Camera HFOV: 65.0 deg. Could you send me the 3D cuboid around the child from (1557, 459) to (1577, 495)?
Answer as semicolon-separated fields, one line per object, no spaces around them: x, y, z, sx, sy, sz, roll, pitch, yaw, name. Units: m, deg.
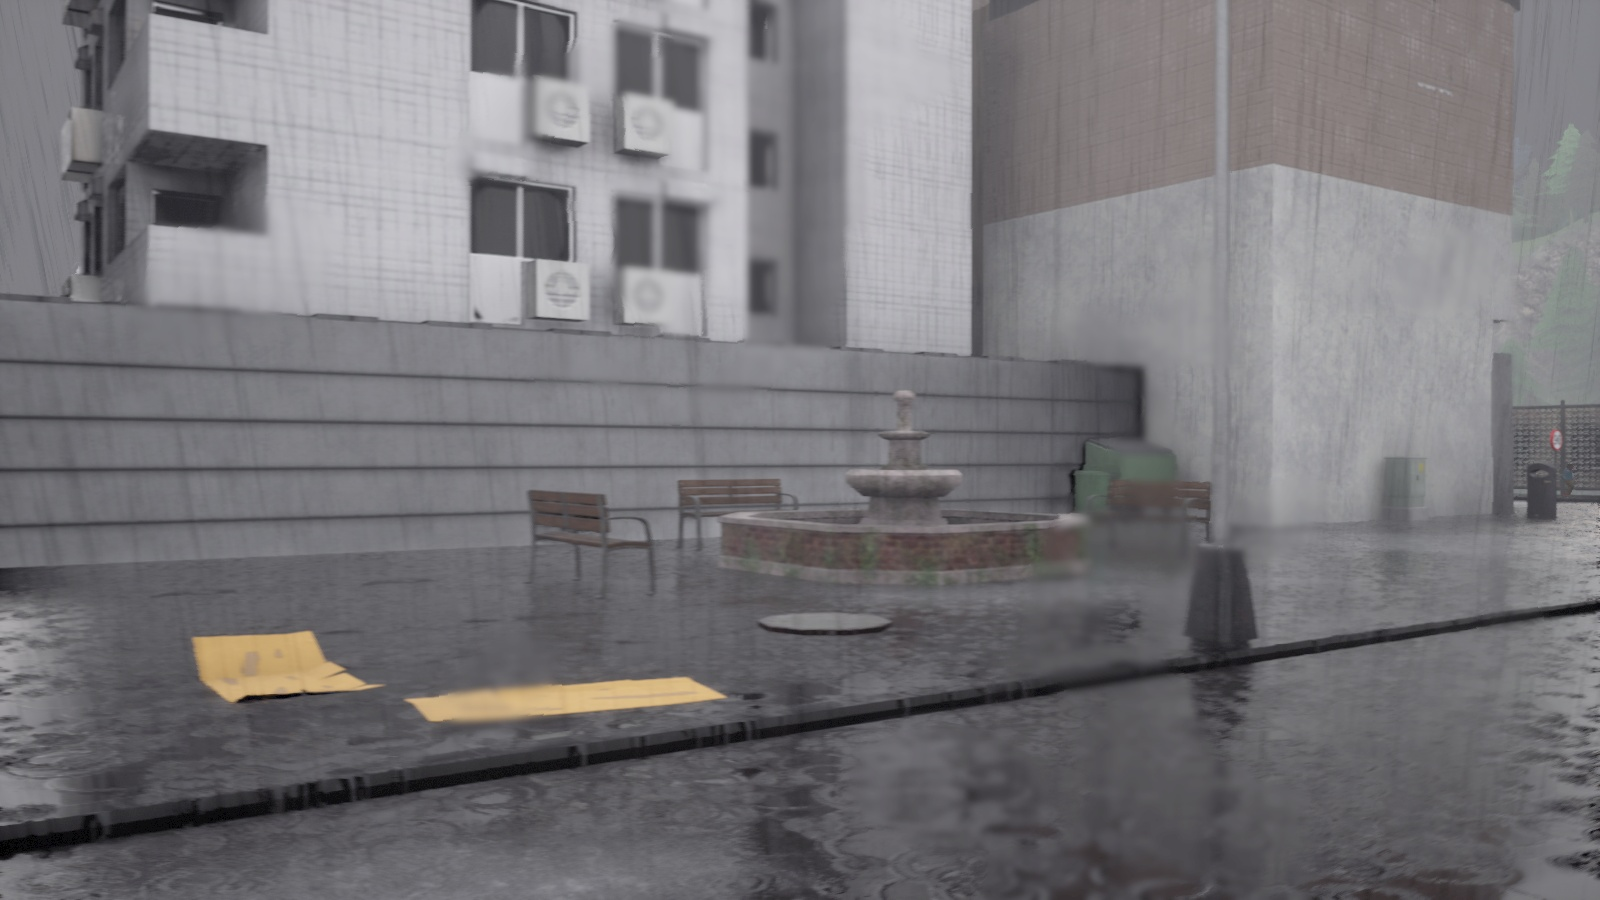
25.317;0.882;41.447;0.343;1.192;0.448;0;0;-32;child
